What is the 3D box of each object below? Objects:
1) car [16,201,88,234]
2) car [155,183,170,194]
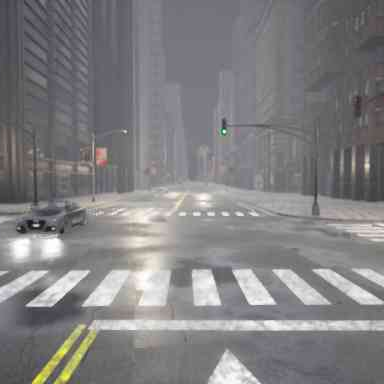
[{"bbox_3d":[-6.416,1.112,15.681,1.994,1.385,4.181,0,2,0],"label":"car"},{"bbox_3d":[-6.164,-0.629,66.785,2.150,2.045,5.566,0,2,0],"label":"car"}]
